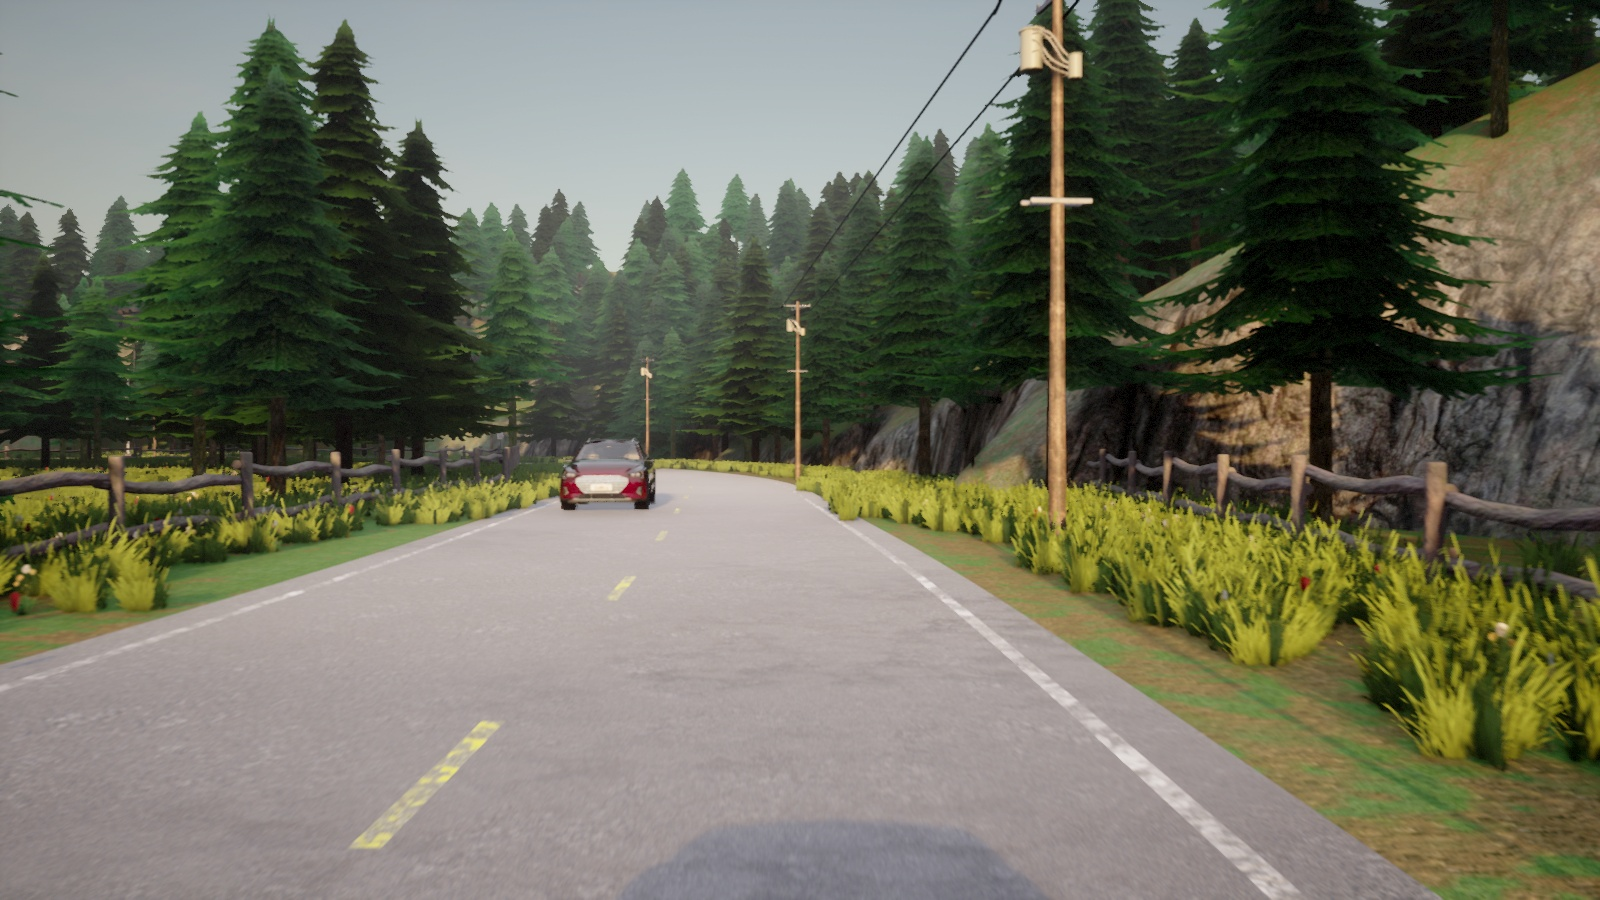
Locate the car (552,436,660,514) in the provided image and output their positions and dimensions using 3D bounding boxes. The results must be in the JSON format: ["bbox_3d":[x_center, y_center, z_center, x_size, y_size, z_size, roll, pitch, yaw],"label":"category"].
[{"bbox_3d":[-4.394,0.509,29.121,2.033,1.649,4.856,0,0,-4],"label":"car"}]
